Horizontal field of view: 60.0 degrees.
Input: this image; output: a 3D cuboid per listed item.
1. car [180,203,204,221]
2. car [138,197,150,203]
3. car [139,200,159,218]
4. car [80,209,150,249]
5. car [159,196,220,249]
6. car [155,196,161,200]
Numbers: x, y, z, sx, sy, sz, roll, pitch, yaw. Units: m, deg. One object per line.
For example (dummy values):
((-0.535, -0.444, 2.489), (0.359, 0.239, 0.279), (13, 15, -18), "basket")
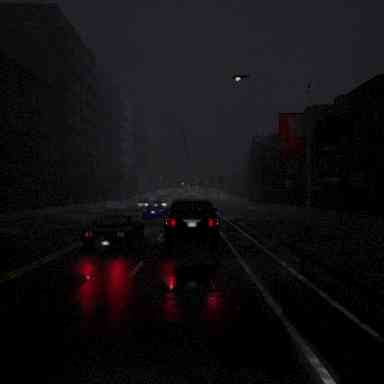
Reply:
((0.000, 1.701, 29.687), (1.895, 1.301, 4.718), (0, 0, 0), "car")
((-9.750, 1.654, 68.313), (2.033, 1.411, 5.357), (0, 0, 0), "car")
((-3.250, 1.656, 29.658), (1.994, 1.385, 4.181), (0, 0, 0), "car")
((-3.250, 1.637, 14.684), (1.895, 1.301, 4.718), (0, 0, 0), "car")
((0.000, 1.278, 14.684), (2.150, 2.045, 5.566), (0, 0, 0), "car")
((-6.501, 1.566, 68.585), (1.882, 1.535, 5.008), (0, 0, 0), "car")
